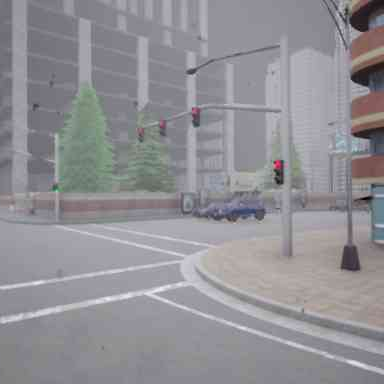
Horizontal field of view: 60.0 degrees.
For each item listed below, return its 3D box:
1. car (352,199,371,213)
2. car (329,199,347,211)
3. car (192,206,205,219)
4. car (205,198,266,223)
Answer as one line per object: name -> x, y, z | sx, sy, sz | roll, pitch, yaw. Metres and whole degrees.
car -> 22.697, 1.871, 43.103 | 4.674, 1.442, 1.812 | 0, -1, -36
car -> 21.020, 1.743, 46.214 | 4.553, 1.767, 2.097 | 0, -1, -36
car -> 2.178, 1.740, 32.405 | 4.553, 1.767, 2.097 | 0, -1, -36
car -> 4.193, 1.563, 29.547 | 5.566, 2.045, 2.150 | 0, -1, -36
